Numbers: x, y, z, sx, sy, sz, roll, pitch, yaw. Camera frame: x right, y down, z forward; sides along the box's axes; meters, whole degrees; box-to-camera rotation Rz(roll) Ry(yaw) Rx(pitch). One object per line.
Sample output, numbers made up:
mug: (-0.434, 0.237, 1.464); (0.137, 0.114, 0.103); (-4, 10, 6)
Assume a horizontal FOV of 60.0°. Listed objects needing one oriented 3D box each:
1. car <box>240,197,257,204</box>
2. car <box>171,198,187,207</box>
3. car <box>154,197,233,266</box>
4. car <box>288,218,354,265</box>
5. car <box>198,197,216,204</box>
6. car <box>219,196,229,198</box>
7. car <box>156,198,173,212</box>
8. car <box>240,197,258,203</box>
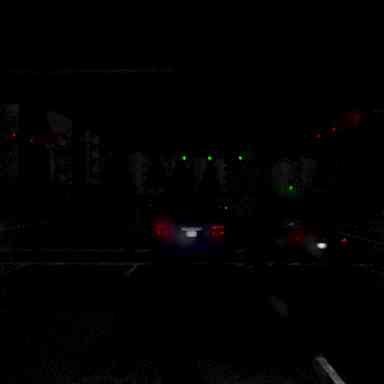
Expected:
car: (12.542, 1.789, 73.877); (1.882, 1.535, 5.008); (0, 0, 41)
car: (-2.272, 1.776, 59.177); (1.812, 1.442, 4.674); (0, 0, 13)
car: (-0.196, 1.274, 12.013); (2.150, 2.045, 5.566); (0, 0, -4)
car: (4.561, 1.616, 12.104); (1.994, 1.385, 4.181); (0, 0, 17)
car: (3.454, 1.802, 73.257); (1.837, 1.490, 4.892); (0, 0, 31)
car: (7.215, 1.662, 72.629); (2.097, 1.767, 4.553); (0, 0, 35)
car: (-3.484, 1.662, 43.381); (1.882, 1.535, 5.008); (0, 0, 0)
car: (13.762, 1.862, 80.208); (4.674, 1.442, 1.812); (0, 0, -39)
